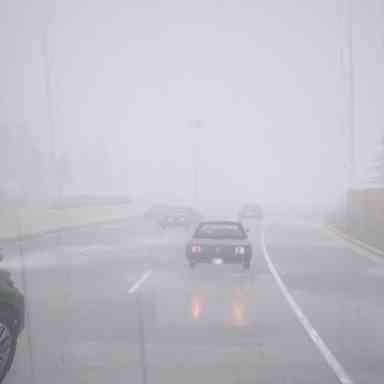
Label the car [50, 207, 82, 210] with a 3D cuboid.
[{"bbox_3d":[-11.609,1.247,33.957,2.150,2.045,5.566,0,0,19],"label":"car"}]

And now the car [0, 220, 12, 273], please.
[{"bbox_3d":[-6.515,1.534,7.181,2.033,1.411,5.357,0,0,5],"label":"car"}]

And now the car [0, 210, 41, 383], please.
[{"bbox_3d":[-3.289,1.211,1.979,2.150,2.045,5.566,0,0,1],"label":"car"}]

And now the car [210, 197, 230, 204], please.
[{"bbox_3d":[6.023,1.723,71.244,1.812,1.442,4.674,0,0,41],"label":"car"}]

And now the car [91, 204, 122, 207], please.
[{"bbox_3d":[-8.105,1.264,33.392,2.150,2.045,5.566,0,0,20],"label":"car"}]

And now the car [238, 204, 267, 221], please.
[{"bbox_3d":[5.115,1.656,28.157,1.994,1.385,4.181,0,0,19],"label":"car"}]

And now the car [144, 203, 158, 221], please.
[{"bbox_3d":[-2.387,1.619,27.711,1.994,1.385,4.181,0,0,17],"label":"car"}]

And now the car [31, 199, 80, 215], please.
[{"bbox_3d":[-14.585,1.510,35.897,2.128,1.511,4.902,0,0,20],"label":"car"}]

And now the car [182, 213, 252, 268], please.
[{"bbox_3d":[1.012,1.633,11.403,1.895,1.301,4.718,0,0,8],"label":"car"}]

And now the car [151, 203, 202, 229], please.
[{"bbox_3d":[-0.593,1.596,21.481,2.033,1.411,5.357,0,0,14],"label":"car"}]
